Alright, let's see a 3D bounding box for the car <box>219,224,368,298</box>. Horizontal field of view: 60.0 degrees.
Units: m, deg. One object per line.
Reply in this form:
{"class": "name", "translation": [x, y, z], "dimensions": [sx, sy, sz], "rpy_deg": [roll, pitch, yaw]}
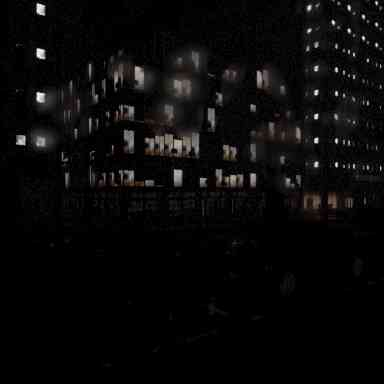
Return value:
{"class": "car", "translation": [2.711, 1.545, 8.481], "dimensions": [4.507, 1.381, 1.887], "rpy_deg": [0, 0, -35]}
